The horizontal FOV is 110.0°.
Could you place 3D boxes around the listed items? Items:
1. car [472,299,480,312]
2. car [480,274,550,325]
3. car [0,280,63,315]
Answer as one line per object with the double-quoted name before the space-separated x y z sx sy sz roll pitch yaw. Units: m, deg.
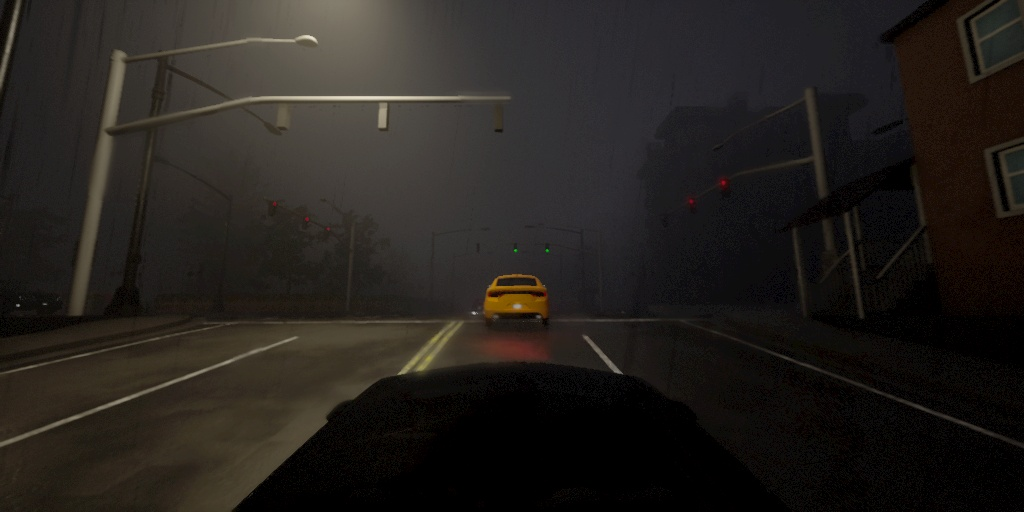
"car" -3.288 5.471 39.621 2.128 1.511 4.902 0 -8 1
"car" 0.162 1.395 12.139 1.882 1.535 5.008 0 -4 0
"car" -28.488 2.302 19.792 5.566 2.045 2.150 0 -8 0
